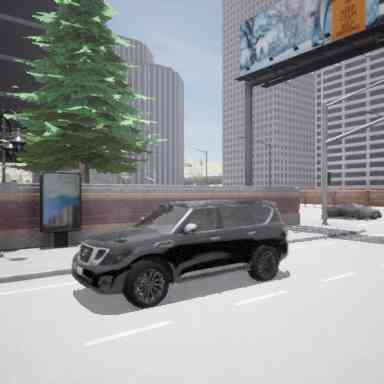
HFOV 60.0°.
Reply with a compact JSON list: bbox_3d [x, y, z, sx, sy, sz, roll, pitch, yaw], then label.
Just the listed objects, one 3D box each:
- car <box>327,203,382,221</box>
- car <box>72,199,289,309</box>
[{"bbox_3d":[13.197,1.564,27.337,1.994,1.385,4.181,0,0,-30],"label":"car"},{"bbox_3d":[0.015,1.221,8.258,5.566,2.045,2.150,0,0,-35],"label":"car"}]
